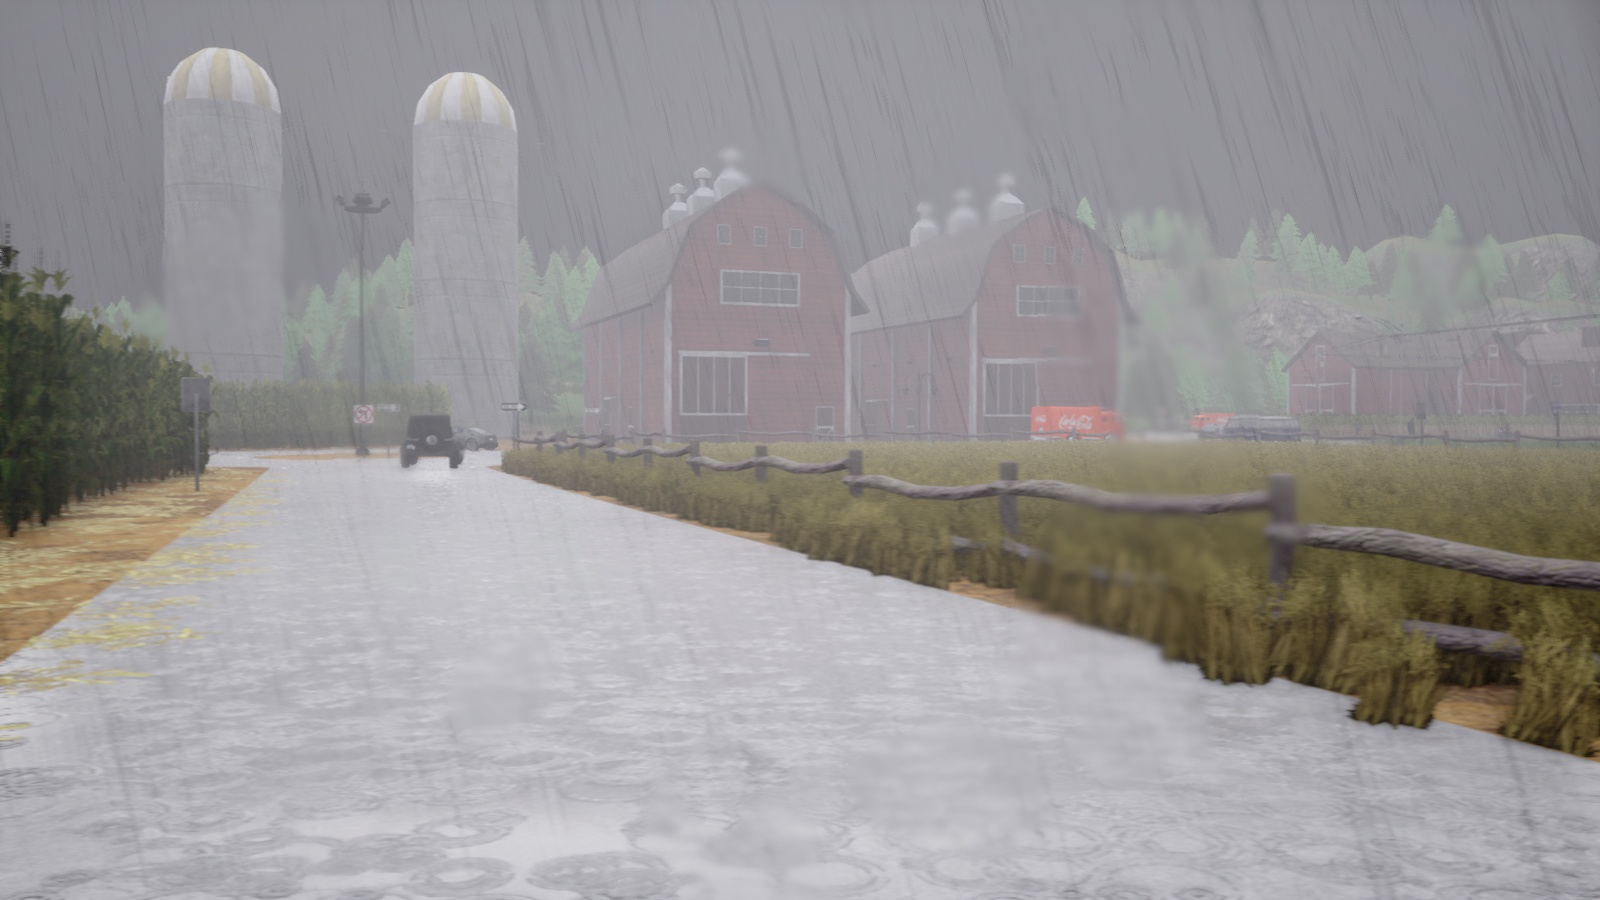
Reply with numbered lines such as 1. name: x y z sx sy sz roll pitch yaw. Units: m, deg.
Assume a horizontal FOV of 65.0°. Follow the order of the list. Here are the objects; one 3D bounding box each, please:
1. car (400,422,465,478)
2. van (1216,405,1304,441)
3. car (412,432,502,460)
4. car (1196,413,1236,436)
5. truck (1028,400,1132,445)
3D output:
1. car: -13.113 -0.047 45.032 1.905 1.878 3.866 -2 1 -12
2. van: 26.707 -1.567 72.961 4.442 1.987 1.775 0 2 45
3. car: -18.305 -0.224 67.138 4.181 1.385 1.994 -1 1 16
4. car: 29.030 -1.783 87.729 2.163 1.488 4.792 -1 2 12
5. truck: 15.957 -1.569 71.645 5.204 2.467 2.627 0 1 -19
